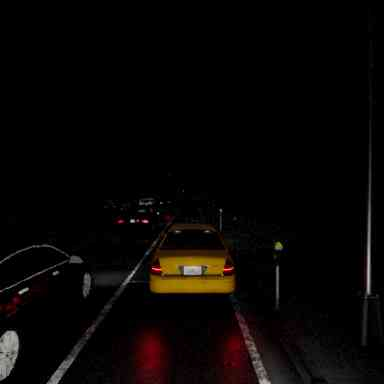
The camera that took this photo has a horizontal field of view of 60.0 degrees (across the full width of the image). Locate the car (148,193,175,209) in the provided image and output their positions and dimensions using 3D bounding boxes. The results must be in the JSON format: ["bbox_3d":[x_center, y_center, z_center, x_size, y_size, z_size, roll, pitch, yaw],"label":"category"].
[{"bbox_3d":[-3.117,1.221,36.638,2.150,2.045,5.566,0,0,0],"label":"car"}]

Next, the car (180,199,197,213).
[{"bbox_3d":[-0.365,1.545,38.587,1.887,1.381,4.507,-1,0,0],"label":"car"}]

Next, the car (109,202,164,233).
[{"bbox_3d":[-3.029,1.545,19.472,2.033,1.411,5.357,0,0,0],"label":"car"}]

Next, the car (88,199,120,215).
[{"bbox_3d":[-8.895,1.439,33.088,1.967,1.590,4.097,-1,0,0],"label":"car"}]

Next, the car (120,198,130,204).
[{"bbox_3d":[-8.889,1.566,38.594,1.947,1.339,4.313,-1,0,0],"label":"car"}]

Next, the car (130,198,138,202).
[{"bbox_3d":[-8.886,1.553,44.099,2.008,1.369,4.403,-1,0,0],"label":"car"}]

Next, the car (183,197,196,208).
[{"bbox_3d":[-0.357,1.549,49.598,1.887,1.381,4.507,-1,0,0],"label":"car"}]

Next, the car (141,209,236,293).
[{"bbox_3d":[0.012,1.455,8.839,1.801,1.575,5.366,0,0,0],"label":"car"}]

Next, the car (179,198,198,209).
[{"bbox_3d":[-0.368,1.565,33.083,1.947,1.339,4.313,-1,0,0],"label":"car"}]

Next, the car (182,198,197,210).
[{"bbox_3d":[-0.361,1.547,44.093,1.887,1.381,4.507,-1,0,0],"label":"car"}]

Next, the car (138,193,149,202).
[{"bbox_3d":[-6.111,1.209,47.061,2.150,2.045,5.566,0,0,0],"label":"car"}]

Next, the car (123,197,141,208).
[{"bbox_3d":[-8.882,1.549,49.605,1.887,1.381,4.507,-1,0,0],"label":"car"}]

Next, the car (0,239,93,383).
[{"bbox_3d":[-3.040,1.504,5.238,1.837,1.490,4.892,0,0,0],"label":"car"}]
